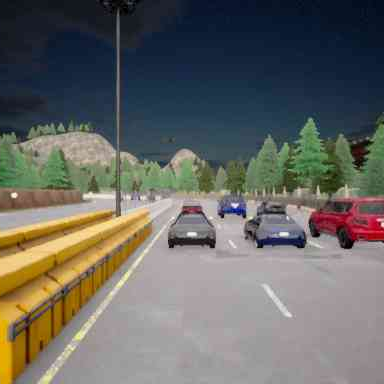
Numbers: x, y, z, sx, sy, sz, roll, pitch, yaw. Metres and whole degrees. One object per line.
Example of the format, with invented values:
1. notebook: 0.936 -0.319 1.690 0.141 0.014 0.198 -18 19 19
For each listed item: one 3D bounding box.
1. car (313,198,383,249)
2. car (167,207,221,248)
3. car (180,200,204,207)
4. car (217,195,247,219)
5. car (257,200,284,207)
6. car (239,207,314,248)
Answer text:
1. car: 7.000 1.258 14.680 2.150 2.045 5.566 0 0 0
2. car: 0.000 1.572 14.650 1.994 1.385 4.181 0 0 0
3. car: 0.000 1.485 29.650 1.882 1.535 5.008 0 0 0
4. car: 3.500 1.258 29.680 2.150 2.045 5.566 0 0 0
5. car: 7.000 1.516 29.650 1.837 1.490 4.892 0 0 0
6. car: 3.500 1.572 14.650 1.994 1.385 4.181 0 0 0
